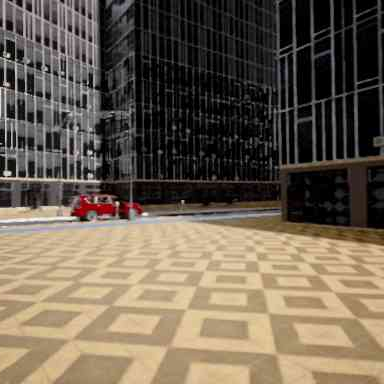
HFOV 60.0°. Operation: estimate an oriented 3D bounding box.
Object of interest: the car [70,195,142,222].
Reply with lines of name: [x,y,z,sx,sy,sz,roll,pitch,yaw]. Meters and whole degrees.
car: [-6.058,1.142,23.605,5.009,1.841,2.192,0,-1,-36]
